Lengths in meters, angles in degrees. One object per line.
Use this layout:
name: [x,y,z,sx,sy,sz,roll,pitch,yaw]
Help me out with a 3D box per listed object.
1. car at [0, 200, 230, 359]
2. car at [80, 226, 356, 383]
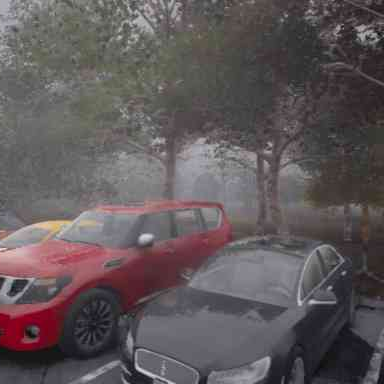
car: [-1.150,1.221,6.549,2.435,2.045,5.566,0,0,35]
car: [1.135,1.479,4.960,2.231,1.521,4.892,0,0,36]
